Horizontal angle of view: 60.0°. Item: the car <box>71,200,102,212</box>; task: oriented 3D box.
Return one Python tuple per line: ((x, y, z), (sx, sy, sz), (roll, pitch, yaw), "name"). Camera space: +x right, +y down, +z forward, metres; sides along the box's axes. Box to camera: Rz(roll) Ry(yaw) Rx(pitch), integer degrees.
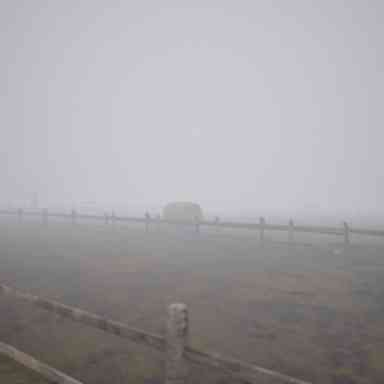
((-18.435, 2.432, 58.419), (2.150, 2.045, 5.566), (0, -1, 36), "car")
